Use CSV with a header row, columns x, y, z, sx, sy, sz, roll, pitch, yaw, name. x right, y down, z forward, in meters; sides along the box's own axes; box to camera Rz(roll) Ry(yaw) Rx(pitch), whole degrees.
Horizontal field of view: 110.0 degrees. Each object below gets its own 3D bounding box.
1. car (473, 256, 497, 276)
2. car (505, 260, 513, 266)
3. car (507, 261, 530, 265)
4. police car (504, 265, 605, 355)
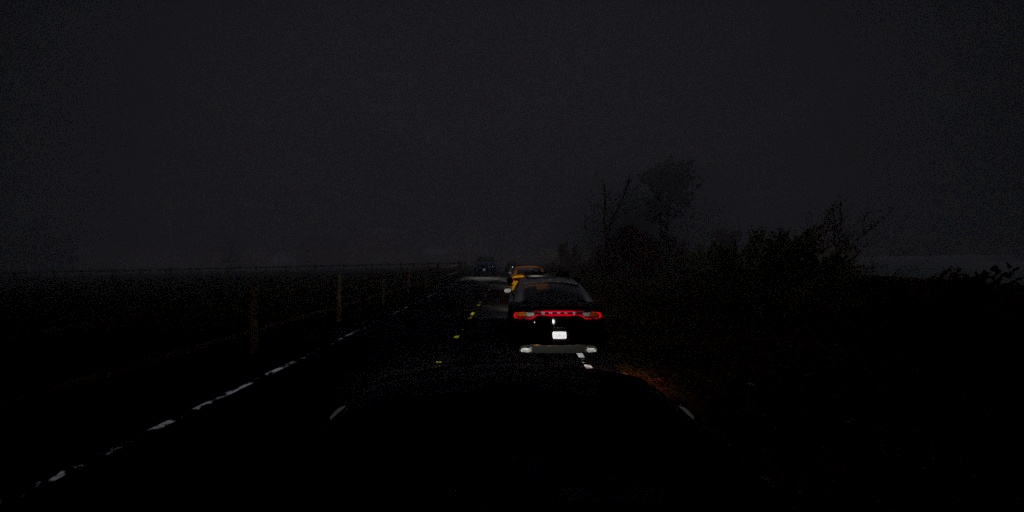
x,y,z,sx,sy,sz,roll,pitch,yaw,name
-2.719,0.993,37.571,2.150,2.045,5.566,0,0,0,car
0.081,1.350,46.622,1.994,1.385,4.181,0,0,0,car
0.839,1.234,18.723,1.882,1.535,5.008,0,0,0,car
0.831,1.177,8.833,1.930,1.638,5.238,0,0,0,police car
